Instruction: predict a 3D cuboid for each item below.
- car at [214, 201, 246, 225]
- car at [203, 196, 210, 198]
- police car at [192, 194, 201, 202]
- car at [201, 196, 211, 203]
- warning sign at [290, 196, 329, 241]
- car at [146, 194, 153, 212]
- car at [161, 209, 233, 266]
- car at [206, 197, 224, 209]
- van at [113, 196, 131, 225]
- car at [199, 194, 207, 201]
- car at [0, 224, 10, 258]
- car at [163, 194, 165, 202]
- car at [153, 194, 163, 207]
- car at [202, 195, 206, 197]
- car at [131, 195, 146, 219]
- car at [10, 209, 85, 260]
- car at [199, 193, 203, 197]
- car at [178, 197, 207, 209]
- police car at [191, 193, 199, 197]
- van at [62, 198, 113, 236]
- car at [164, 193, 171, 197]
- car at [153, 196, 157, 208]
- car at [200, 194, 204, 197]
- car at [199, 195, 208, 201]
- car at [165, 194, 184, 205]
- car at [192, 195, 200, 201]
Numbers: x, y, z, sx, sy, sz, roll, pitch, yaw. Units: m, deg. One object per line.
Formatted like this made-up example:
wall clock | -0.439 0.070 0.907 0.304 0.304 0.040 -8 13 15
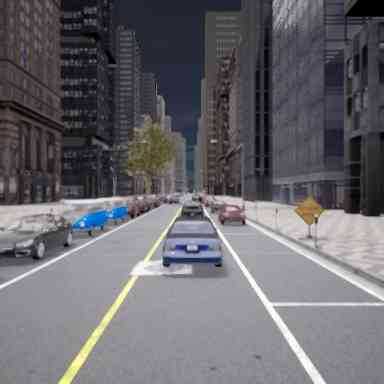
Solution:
car | 2.773 1.555 23.611 1.802 1.307 4.206 0 0 0
car | 2.783 1.532 46.322 1.802 1.307 4.206 0 0 0
police car | 0.934 1.357 74.521 1.930 1.638 5.238 0 0 0
car | 2.793 1.500 69.032 1.947 1.339 4.313 0 0 0
warning sign | 5.075 1.099 14.407 1.300 1.860 1.060 0 0 0
car | -5.748 1.277 34.964 2.192 1.841 5.009 0 0 0
car | 0.027 1.534 11.409 2.033 1.411 5.357 0 0 1
car | 2.778 1.512 34.967 2.008 1.369 4.403 0 0 0
van | -5.753 1.315 23.608 1.690 1.788 3.998 0 0 0
car | 2.801 1.366 86.064 1.967 1.590 4.097 0 0 0
car | -5.760 1.432 6.576 1.967 1.590 4.097 0 0 0
car | -5.740 1.497 51.996 2.008 1.369 4.403 0 0 0
car | -5.742 1.266 46.318 2.192 1.841 5.009 0 0 0
car | 2.785 1.471 52.169 1.752 1.417 4.829 0 0 0
car | -5.750 1.283 29.286 2.192 1.841 5.009 0 0 0
car | -5.758 1.537 12.254 2.008 1.369 4.403 0 0 0
car | 2.790 1.377 63.355 1.967 1.590 4.097 0 0 0
car | 0.059 1.474 28.610 1.837 1.490 4.892 0 0 1
police car | 0.929 1.362 64.520 1.930 1.638 5.238 0 0 0
van | -5.755 1.321 17.931 1.690 1.788 3.998 0 0 0
car | -5.735 1.253 63.350 2.192 1.841 5.009 0 0 0
car | -5.745 1.522 40.641 1.947 1.339 4.313 0 0 0
car | 2.788 1.523 57.677 1.802 1.307 4.206 0 0 0
car | 2.798 1.479 80.387 2.008 1.369 4.403 0 0 0
car | -3.028 1.488 58.013 2.033 1.411 5.357 0 0 1
car | 0.873 1.435 80.411 1.837 1.490 4.892 0 0 0
